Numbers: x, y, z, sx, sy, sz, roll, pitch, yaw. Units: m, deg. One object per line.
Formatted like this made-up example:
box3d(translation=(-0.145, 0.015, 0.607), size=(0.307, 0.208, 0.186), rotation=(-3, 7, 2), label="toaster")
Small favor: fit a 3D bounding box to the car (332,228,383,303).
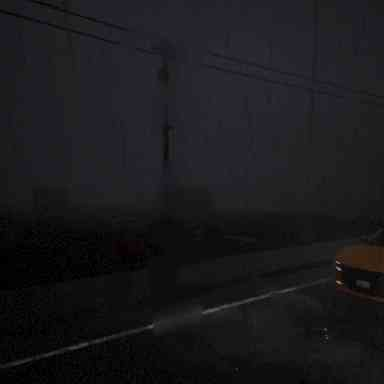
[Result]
box3d(translation=(5.254, 1.462, 7.660), size=(5.008, 1.535, 1.882), rotation=(0, 0, -35), label="car")
